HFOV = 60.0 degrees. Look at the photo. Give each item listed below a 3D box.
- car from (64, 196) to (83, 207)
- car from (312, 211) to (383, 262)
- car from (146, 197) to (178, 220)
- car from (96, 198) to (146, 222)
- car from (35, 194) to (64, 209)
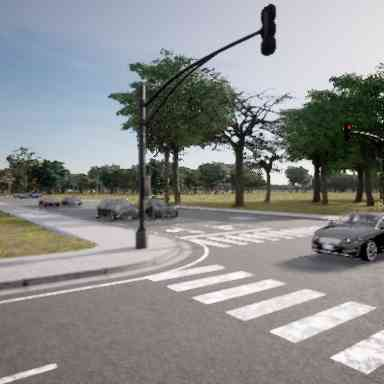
[{"bbox_3d":[-16.836,1.331,46.579,2.128,1.511,4.902,0,0,-36],"label":"car"},{"bbox_3d":[6.361,1.487,12.092,4.902,1.511,2.128,0,0,-36],"label":"car"},{"bbox_3d":[-3.077,1.260,27.626,2.097,1.767,4.553,0,0,-36],"label":"car"},{"bbox_3d":[-5.801,1.266,25.847,2.097,1.767,4.553,0,0,-36],"label":"car"},{"bbox_3d":[-18.753,1.324,43.679,1.882,1.535,5.008,0,0,-36],"label":"car"}]
